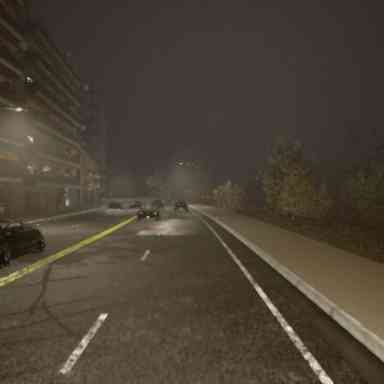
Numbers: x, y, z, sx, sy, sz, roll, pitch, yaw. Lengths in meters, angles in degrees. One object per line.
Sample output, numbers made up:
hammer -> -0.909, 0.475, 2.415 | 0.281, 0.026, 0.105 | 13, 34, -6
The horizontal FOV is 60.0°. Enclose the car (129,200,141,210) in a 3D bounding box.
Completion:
car -> -8.863, 2.012, 52.900 | 2.033, 1.411, 5.357 | 0, 0, -5

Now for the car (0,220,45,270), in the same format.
car -> -6.714, 1.677, 11.327 | 1.994, 1.385, 4.181 | 0, -1, -1

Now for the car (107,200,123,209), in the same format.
car -> -12.127, 2.034, 52.722 | 1.994, 1.385, 4.181 | 0, 0, -5

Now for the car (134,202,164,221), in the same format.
car -> -3.850, 1.870, 30.432 | 1.895, 1.301, 4.718 | 0, 0, -3

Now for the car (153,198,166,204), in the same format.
car -> -5.497, 1.937, 53.300 | 1.882, 1.535, 5.008 | 0, 0, -5

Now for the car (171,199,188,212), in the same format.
car -> -1.610, 1.899, 46.147 | 1.837, 1.490, 4.892 | 0, 0, -5

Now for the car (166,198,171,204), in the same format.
car -> -5.940, 2.202, 82.449 | 2.128, 1.511, 4.902 | 0, 0, -9
